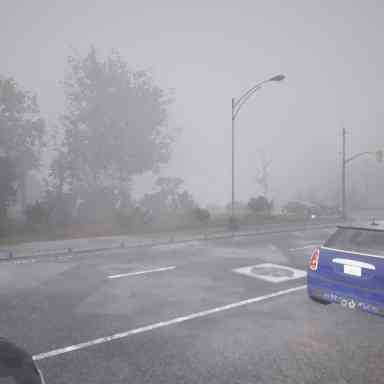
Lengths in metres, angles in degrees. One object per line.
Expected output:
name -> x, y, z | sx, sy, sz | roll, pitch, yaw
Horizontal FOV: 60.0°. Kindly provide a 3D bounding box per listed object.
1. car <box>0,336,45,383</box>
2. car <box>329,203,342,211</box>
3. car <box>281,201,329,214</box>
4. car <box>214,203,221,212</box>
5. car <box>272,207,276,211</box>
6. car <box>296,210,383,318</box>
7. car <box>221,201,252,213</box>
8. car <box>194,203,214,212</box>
car -> -3.251, 1.492, 1.427 | 4.902, 1.511, 2.128 | 0, 0, -36
car -> 14.619, 1.722, 37.644 | 2.128, 1.511, 4.902 | 0, -2, -33
car -> 11.723, 1.724, 35.741 | 1.837, 1.490, 4.892 | 0, -1, -29
car -> 3.826, 2.601, 54.880 | 2.128, 1.511, 4.902 | 0, -3, -32
car -> 9.170, 2.147, 46.346 | 2.033, 1.411, 5.357 | 0, -3, -32
car -> 4.481, 1.361, 6.900 | 4.553, 1.767, 2.097 | 0, 0, -35
car -> 6.399, 1.925, 44.180 | 2.097, 1.767, 4.553 | 0, -3, -32
car -> 1.052, 2.609, 52.719 | 1.812, 1.442, 4.674 | 0, -3, -32
